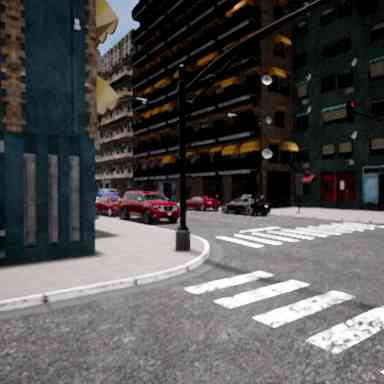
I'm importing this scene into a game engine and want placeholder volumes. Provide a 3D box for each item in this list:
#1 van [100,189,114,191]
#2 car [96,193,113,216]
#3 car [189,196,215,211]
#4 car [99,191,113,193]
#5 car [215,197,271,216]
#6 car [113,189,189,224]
[{"bbox_3d":[-12.195,0.425,48.112,1.690,1.788,3.998,0,1,-36],"label":"van"},{"bbox_3d":[-5.977,1.021,25.174,1.887,1.381,4.507,0,1,-36],"label":"car"},{"bbox_3d":[0.842,0.987,30.045,1.802,1.307,4.206,0,1,-36],"label":"car"},{"bbox_3d":[-7.708,0.923,31.985,1.994,1.385,4.181,-1,1,-36],"label":"car"},{"bbox_3d":[4.102,1.051,25.528,1.947,1.339,4.313,0,1,-36],"label":"car"},{"bbox_3d":[-2.713,0.871,20.655,2.192,1.841,5.009,0,1,-36],"label":"car"}]
